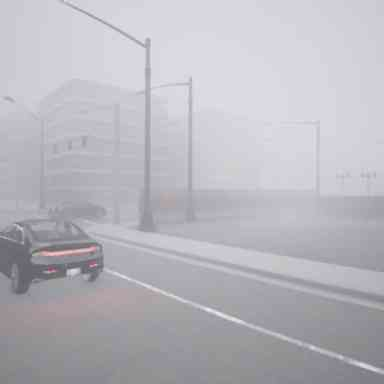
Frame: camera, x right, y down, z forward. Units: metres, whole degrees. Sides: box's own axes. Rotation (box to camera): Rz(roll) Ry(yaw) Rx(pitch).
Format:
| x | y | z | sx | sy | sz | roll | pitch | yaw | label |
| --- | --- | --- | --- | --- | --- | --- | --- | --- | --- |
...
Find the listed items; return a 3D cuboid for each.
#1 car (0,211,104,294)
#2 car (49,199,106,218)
| x | y | z | sx | sy | sz | roll | pitch | yaw | label |
| --- | --- | --- | --- | --- | --- | --- | --- | --- | --- |
| -4.092 | 1.484 | 8.897 | 2.128 | 1.511 | 4.902 | 0 | 0 | -41 | car |
| -9.330 | 1.336 | 27.453 | 2.097 | 1.767 | 4.553 | 1 | 0 | 40 | car |
